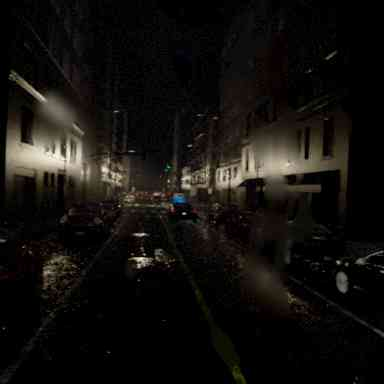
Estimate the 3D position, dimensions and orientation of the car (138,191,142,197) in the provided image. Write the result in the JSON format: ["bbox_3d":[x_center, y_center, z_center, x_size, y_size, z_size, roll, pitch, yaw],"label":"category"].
[{"bbox_3d":[-13.098,0.907,76.267,1.752,1.417,4.829,2,0,-8],"label":"car"}]

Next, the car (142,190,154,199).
[{"bbox_3d":[-10.770,0.815,78.791,2.097,1.767,4.553,2,0,-8],"label":"car"}]

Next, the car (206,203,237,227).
[{"bbox_3d":[2.160,1.478,22.669,1.967,1.590,4.097,2,0,-8],"label":"car"}]

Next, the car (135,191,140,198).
[{"bbox_3d":[-10.863,1.042,59.540,1.887,1.381,4.507,2,0,-8],"label":"car"}]

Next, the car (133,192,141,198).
[{"bbox_3d":[-15.379,0.822,93.330,1.947,1.339,4.313,2,0,-8],"label":"car"}]

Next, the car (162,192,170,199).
[{"bbox_3d":[-7.426,0.982,94.399,1.967,1.590,4.097,2,0,-8],"label":"car"}]

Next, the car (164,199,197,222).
[{"bbox_3d":[-0.811,1.488,25.428,1.994,1.385,4.181,2,0,-7],"label":"car"}]

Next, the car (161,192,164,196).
[{"bbox_3d":[-5.916,0.941,83.136,2.192,1.841,5.009,2,0,-8],"label":"car"}]

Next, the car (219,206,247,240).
[{"bbox_3d":[2.886,1.656,17.199,1.802,1.307,4.206,2,0,-8],"label":"car"}]

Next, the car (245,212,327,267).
[{"bbox_3d":[3.618,1.661,11.728,2.008,1.369,4.403,2,0,-8],"label":"car"}]

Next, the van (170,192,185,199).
[{"bbox_3d":[-2.155,1.162,54.981,1.690,1.788,3.998,2,0,-8],"label":"van"}]

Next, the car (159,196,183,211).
[{"bbox_3d":[-2.481,1.447,37.774,1.895,1.301,4.718,2,0,-7],"label":"car"}]

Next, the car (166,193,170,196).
[{"bbox_3d":[-3.669,1.328,66.243,1.802,1.307,4.206,2,0,-8],"label":"car"}]

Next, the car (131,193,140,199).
[{"bbox_3d":[-13.874,0.905,82.067,1.947,1.339,4.313,2,0,-8],"label":"car"}]

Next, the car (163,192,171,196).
[{"bbox_3d":[-5.174,1.249,77.506,1.802,1.307,4.206,2,0,-8],"label":"car"}]

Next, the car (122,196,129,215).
[{"bbox_3d":[-6.523,1.265,27.066,2.008,1.369,4.403,2,0,-8],"label":"car"}]

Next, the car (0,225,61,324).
[{"bbox_3d":[-3.600,1.442,5.187,1.802,1.307,4.206,2,0,-8],"label":"car"}]

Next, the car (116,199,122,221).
[{"bbox_3d":[-5.769,1.277,21.428,1.752,1.417,4.829,2,0,-8],"label":"car"}]

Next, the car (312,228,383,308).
[{"bbox_3d":[4.349,1.697,6.259,2.008,1.369,4.403,2,0,-8],"label":"car"}]

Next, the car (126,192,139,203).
[{"bbox_3d":[-10.111,1.086,53.908,2.008,1.369,4.403,2,0,-8],"label":"car"}]

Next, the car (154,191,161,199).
[{"bbox_3d":[-8.772,1.109,84.525,1.895,1.301,4.718,2,0,-8],"label":"car"}]

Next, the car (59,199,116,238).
[{"bbox_3d":[-5.057,1.227,16.127,1.967,1.590,4.097,2,0,-8],"label":"car"}]
